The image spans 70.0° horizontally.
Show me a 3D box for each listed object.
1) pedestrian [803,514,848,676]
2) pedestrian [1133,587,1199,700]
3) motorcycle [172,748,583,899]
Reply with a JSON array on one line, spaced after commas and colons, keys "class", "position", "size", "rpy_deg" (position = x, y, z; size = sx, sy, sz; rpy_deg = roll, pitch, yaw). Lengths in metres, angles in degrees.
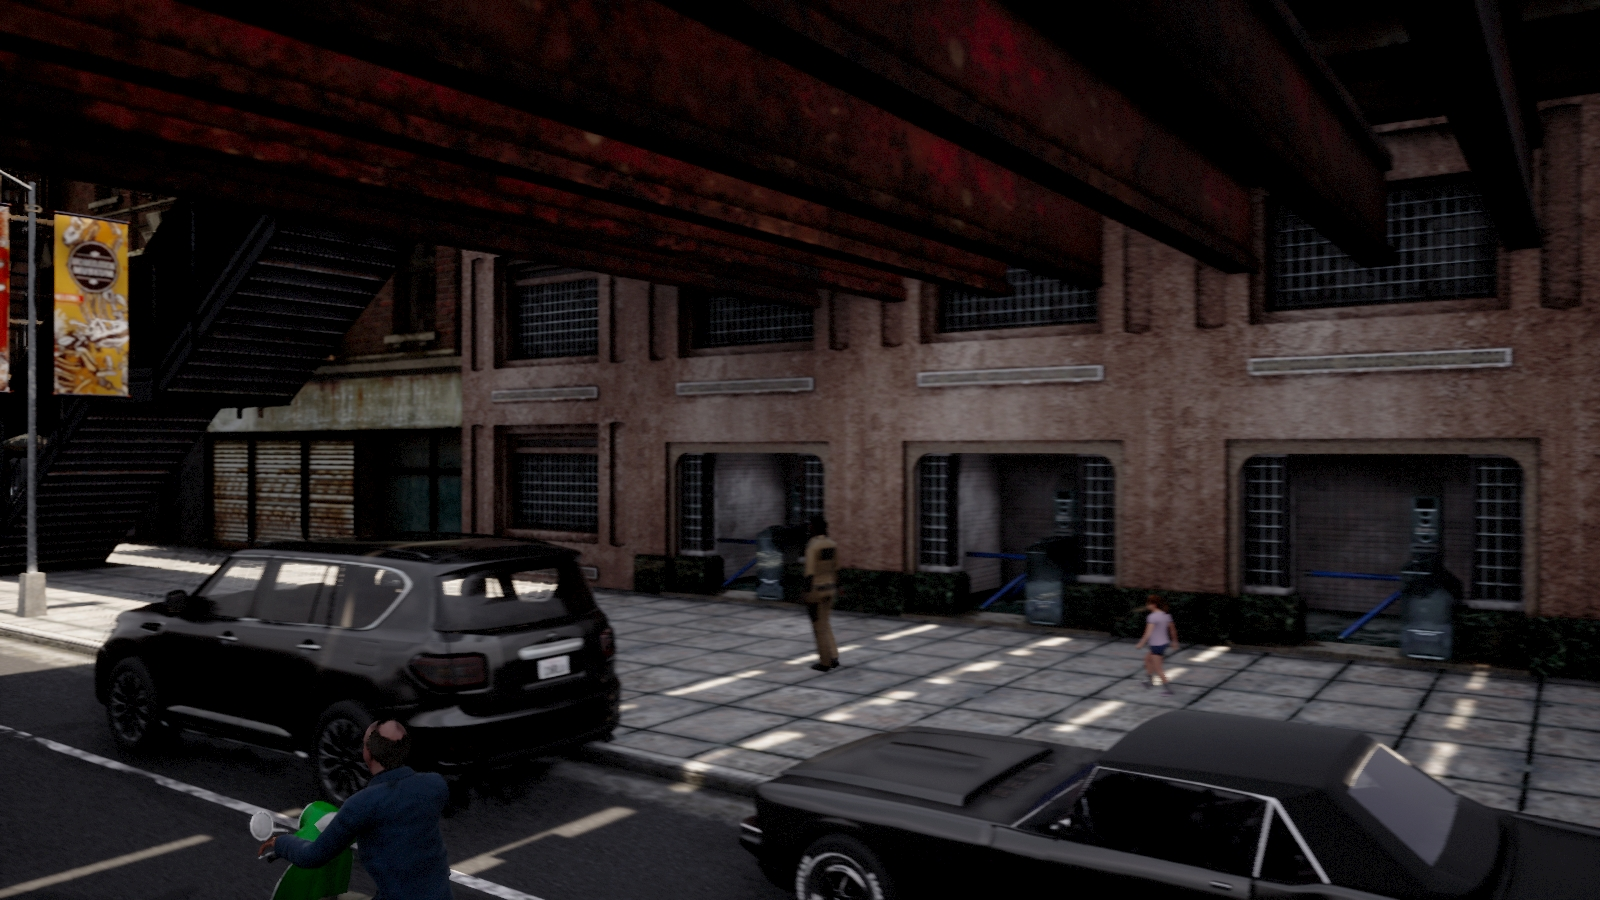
[{"class": "pedestrian", "position": [0.303, 1.696, 13.515], "size": [0.375, 1.860, 0.375], "rpy_deg": [0, 0, 44]}, {"class": "pedestrian", "position": [3.953, 2.076, 12.344], "size": [0.500, 1.100, 0.500], "rpy_deg": [0, 0, -44]}, {"class": "motorcycle", "position": [-1.925, 2.182, 5.126], "size": [1.805, 1.236, 0.856], "rpy_deg": [0, 0, 35]}]
